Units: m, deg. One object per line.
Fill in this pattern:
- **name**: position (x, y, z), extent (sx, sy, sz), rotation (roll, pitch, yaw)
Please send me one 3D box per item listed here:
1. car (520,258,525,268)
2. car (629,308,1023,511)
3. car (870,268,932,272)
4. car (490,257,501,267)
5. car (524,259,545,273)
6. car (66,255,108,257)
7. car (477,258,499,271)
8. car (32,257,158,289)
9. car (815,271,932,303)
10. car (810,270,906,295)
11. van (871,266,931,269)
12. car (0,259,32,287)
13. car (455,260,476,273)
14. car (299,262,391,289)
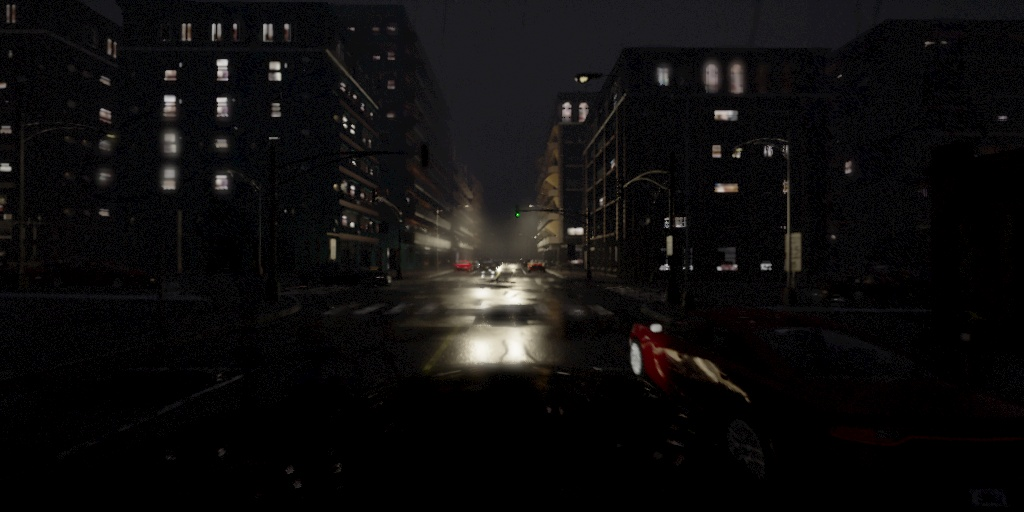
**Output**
- **car**: position (2.703, 1.262, 58.814), extent (1.948, 1.339, 4.313), rotation (0, 0, 0)
- **car**: position (2.822, 1.292, 4.353), extent (1.888, 1.381, 4.507), rotation (0, 0, 0)
- **car**: position (23.439, 1.662, 20.841), extent (5.008, 1.535, 1.882), rotation (1, 0, -1)
- **car**: position (-3.017, 1.295, 62.979), extent (1.895, 1.301, 4.718), rotation (0, 0, 1)
- **car**: position (2.811, 1.146, 41.823), extent (1.967, 1.591, 4.097), rotation (0, 0, 0)
- **car**: position (-31.511, 0.631, 26.026), extent (4.097, 1.591, 1.967), rotation (0, 0, -1)
- **car**: position (-3.069, 1.267, 46.510), extent (1.994, 1.385, 4.181), rotation (0, 0, 0)
- **car**: position (-20.006, 0.892, 17.674), extent (4.507, 1.381, 1.888), rotation (0, 0, -1)
- **car**: position (17.941, 1.611, 18.095), extent (4.403, 1.370, 2.007), rotation (0, 0, -1)
- **car**: position (22.996, 1.722, 23.935), extent (4.674, 1.442, 1.812), rotation (1, 0, 0)
- **van**: position (28.683, 1.662, 26.575), extent (3.998, 1.789, 1.690), rotation (0, 0, -1)
- **car**: position (-25.687, 0.786, 17.698), extent (4.507, 1.381, 1.888), rotation (0, 0, -1)
- **car**: position (-5.772, 1.251, 43.047), extent (1.888, 1.381, 4.507), rotation (0, 0, 0)
- **car**: position (-9.475, 1.112, 20.539), extent (4.902, 1.511, 2.128), rotation (2, 0, -1)
